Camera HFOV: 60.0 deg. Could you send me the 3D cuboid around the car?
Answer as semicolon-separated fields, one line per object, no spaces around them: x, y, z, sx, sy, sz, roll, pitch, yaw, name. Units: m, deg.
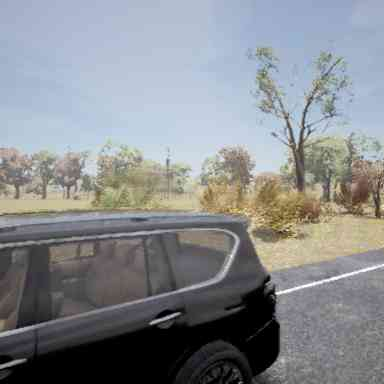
-1.635;1.224;2.837;5.566;2.045;2.150;0;0;-36;car
